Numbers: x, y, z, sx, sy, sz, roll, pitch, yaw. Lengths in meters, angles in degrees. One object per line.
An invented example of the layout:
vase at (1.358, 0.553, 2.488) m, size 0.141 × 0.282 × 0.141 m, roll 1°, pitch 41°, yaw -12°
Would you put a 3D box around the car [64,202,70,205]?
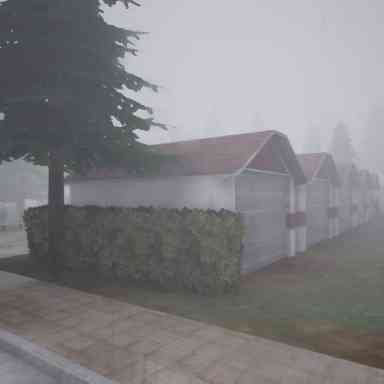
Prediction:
car at (-8.662, 1.736, 24.855) m, size 2.150 × 2.045 × 5.566 m, roll -1°, pitch -1°, yaw 36°
